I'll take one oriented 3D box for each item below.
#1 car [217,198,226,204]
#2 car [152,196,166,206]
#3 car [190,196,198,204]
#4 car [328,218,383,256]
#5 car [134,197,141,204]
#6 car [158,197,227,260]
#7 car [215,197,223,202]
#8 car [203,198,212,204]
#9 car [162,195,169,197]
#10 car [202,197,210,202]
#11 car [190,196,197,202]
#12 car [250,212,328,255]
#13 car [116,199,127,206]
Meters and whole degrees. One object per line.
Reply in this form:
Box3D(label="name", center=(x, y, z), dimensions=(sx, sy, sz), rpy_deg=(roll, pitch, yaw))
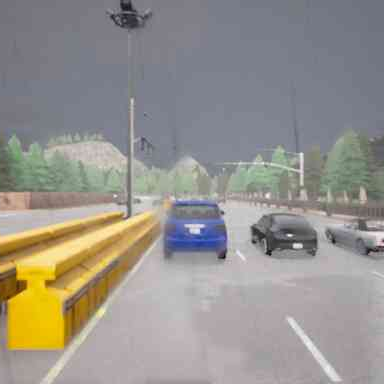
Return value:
Box3D(label="car", center=(7.452, 2.163, 84.184), dimensions=(1.812, 1.442, 4.674), rpy_deg=(0, 0, 0))
Box3D(label="car", center=(-6.660, 2.050, 65.478), dimensions=(2.033, 1.411, 5.357), rpy_deg=(0, 0, 1))
Box3D(label="car", center=(0.452, 1.994, 84.194), dimensions=(2.097, 1.767, 4.553), rpy_deg=(0, 0, 0))
Box3D(label="car", center=(7.132, 1.707, 13.555), dimensions=(1.895, 1.301, 4.718), rpy_deg=(0, 0, 1))
Box3D(label="car", center=(-13.566, 2.122, 81.037), dimensions=(1.837, 1.490, 4.892), rpy_deg=(0, 0, 0))
Box3D(label="car", center=(0.130, 1.323, 13.012), dimensions=(2.150, 2.045, 5.566), rpy_deg=(0, 0, 1))
Box3D(label="car", center=(7.508, 2.151, 94.217), dimensions=(1.895, 1.301, 4.718), rpy_deg=(0, 0, 0))
Box3D(label="car", center=(3.950, 2.175, 83.786), dimensions=(2.033, 1.411, 5.357), rpy_deg=(0, 0, 0))
Box3D(label="car", center=(-6.564, 1.850, 81.379), dimensions=(2.150, 2.045, 5.566), rpy_deg=(0, 0, 0))
Box3D(label="car", center=(4.008, 2.096, 94.207), dimensions=(2.033, 1.411, 5.357), rpy_deg=(0, 0, 0))
Box3D(label="car", center=(0.508, 2.034, 94.227), dimensions=(1.882, 1.535, 5.008), rpy_deg=(0, 0, 0))
Box3D(label="car", center=(3.635, 1.613, 13.798), dimensions=(1.837, 1.490, 4.892), rpy_deg=(0, 0, 0))
Box3D(label="car", center=(-13.656, 2.064, 65.723), dimensions=(1.994, 1.385, 4.181), rpy_deg=(0, 0, 1))
